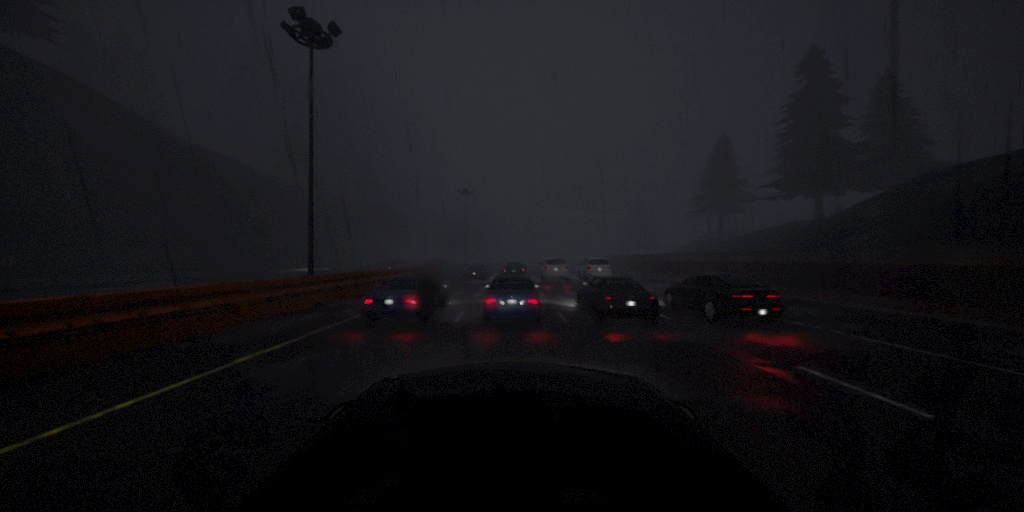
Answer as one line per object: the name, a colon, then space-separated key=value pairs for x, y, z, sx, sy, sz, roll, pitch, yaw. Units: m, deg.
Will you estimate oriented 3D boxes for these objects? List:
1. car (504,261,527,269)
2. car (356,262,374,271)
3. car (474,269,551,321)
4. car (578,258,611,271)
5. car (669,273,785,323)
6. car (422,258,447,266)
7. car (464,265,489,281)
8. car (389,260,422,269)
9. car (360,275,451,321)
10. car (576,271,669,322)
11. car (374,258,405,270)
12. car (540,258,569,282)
car: x=0.282 y=1.299 z=32.342 sx=2.097 sy=1.767 sz=4.553 roll=0 pitch=0 yaw=3
car: x=-21.714 y=1.650 z=55.219 sx=2.033 sy=1.411 sz=5.357 roll=0 pitch=0 yaw=11
car: x=0.011 y=1.369 z=12.722 sx=2.033 sy=1.411 sz=5.357 roll=0 pitch=0 yaw=0
car: x=7.224 y=1.160 z=31.653 sx=2.150 sy=2.045 sz=5.566 roll=0 pitch=-1 yaw=3
car: x=7.012 y=1.322 z=12.446 sx=1.837 sy=1.490 sz=4.892 roll=0 pitch=0 yaw=0
car: x=-11.445 y=1.309 z=52.935 sx=2.150 sy=2.045 sz=5.566 roll=0 pitch=-1 yaw=11
car: x=-3.165 y=1.518 z=33.223 sx=1.994 sy=1.385 sz=4.181 roll=0 pitch=0 yaw=3
car: x=-15.267 y=1.678 z=51.585 sx=1.895 sy=1.301 sz=4.718 roll=0 pitch=0 yaw=10
car: x=-3.489 y=1.370 z=12.704 sx=2.033 sy=1.411 sz=5.357 roll=0 pitch=0 yaw=0
car: x=3.512 y=1.383 z=12.558 sx=1.994 sy=1.385 sz=4.181 roll=0 pitch=0 yaw=0
car: x=-18.214 y=1.321 z=54.805 sx=2.150 sy=2.045 sz=5.566 roll=0 pitch=0 yaw=11
car: x=3.723 y=1.161 z=31.649 sx=2.150 sy=2.045 sz=5.566 roll=0 pitch=-1 yaw=3
